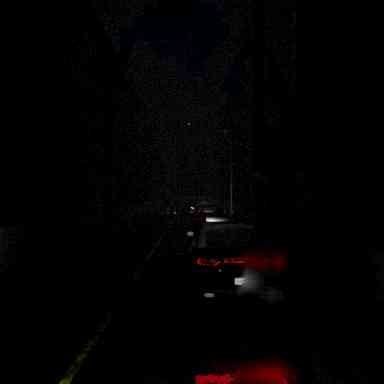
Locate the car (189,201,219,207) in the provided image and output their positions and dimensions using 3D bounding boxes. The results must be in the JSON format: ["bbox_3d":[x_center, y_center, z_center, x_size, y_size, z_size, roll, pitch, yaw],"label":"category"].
[{"bbox_3d":[0.905,1.477,18.539,1.882,1.535,5.008,0,0,0],"label":"car"}]

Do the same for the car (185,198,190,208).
[{"bbox_3d":[0.040,1.559,47.293,1.994,1.385,4.181,0,0,1],"label":"car"}]

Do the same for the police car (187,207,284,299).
[{"bbox_3d":[0.902,1.425,8.650,1.930,1.638,5.238,0,0,0],"label":"police car"}]

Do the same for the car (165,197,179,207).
[{"bbox_3d":[-2.988,1.485,49.821,2.128,1.511,4.902,0,0,0],"label":"car"}]

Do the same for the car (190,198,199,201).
[{"bbox_3d":[0.906,1.454,24.730,1.801,1.575,5.366,0,0,0],"label":"car"}]
